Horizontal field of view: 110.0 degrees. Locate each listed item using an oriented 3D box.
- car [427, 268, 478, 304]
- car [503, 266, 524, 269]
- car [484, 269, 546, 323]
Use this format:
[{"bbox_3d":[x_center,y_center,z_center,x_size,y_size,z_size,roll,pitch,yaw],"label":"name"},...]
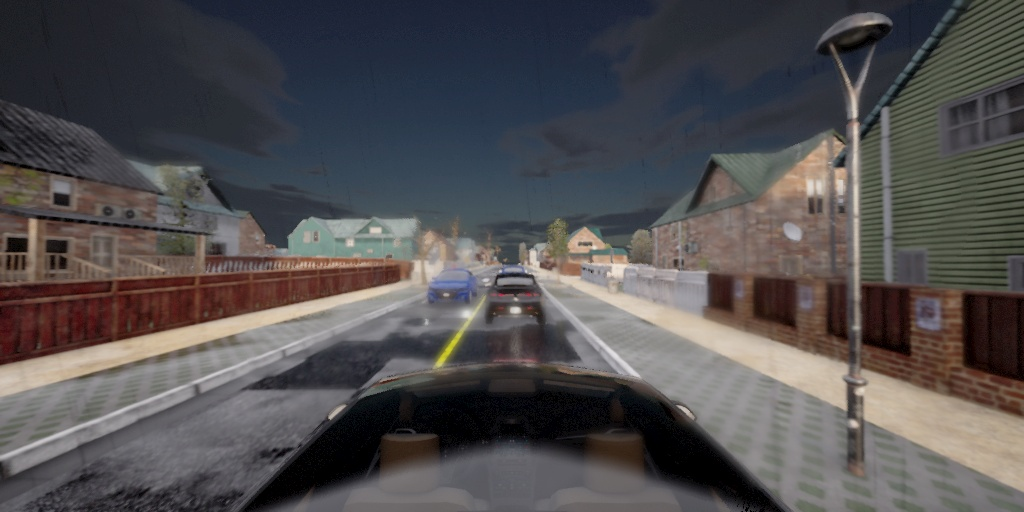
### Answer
[{"bbox_3d":[-2.750,1.376,17.499,1.882,1.535,5.008,0,0,0],"label":"car"},{"bbox_3d":[0.100,1.426,25.378,1.882,1.535,5.008,0,-1,0],"label":"car"},{"bbox_3d":[0.101,1.337,12.428,1.837,1.490,4.892,0,-1,0],"label":"car"}]
